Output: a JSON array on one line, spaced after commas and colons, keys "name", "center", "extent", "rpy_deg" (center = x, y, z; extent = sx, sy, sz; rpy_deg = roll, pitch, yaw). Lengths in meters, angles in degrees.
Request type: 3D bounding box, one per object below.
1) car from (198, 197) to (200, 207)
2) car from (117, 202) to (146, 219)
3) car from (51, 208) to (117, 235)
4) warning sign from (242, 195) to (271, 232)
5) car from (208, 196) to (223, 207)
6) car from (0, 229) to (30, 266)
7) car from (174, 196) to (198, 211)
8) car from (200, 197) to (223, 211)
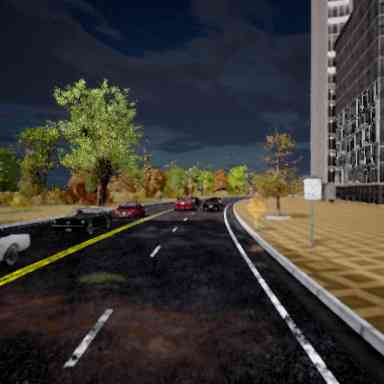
[{"name": "car", "center": [0.333, 1.417, 49.844], "extent": [1.882, 1.535, 5.008], "rpy_deg": [0, 0, 9]}, {"name": "car", "center": [-5.310, 1.523, 28.764], "extent": [1.994, 1.385, 4.181], "rpy_deg": [0, 0, 5]}, {"name": "car", "center": [-6.012, 1.571, 18.723], "extent": [1.895, 1.301, 4.718], "rpy_deg": [0, 0, 3]}, {"name": "warning sign", "center": [3.324, 1.096, 17.271], "extent": [1.300, 1.860, 1.060], "rpy_deg": [0, 0, 3]}, {"name": "car", "center": [3.630, 1.421, 49.946], "extent": [1.882, 1.535, 5.008], "rpy_deg": [0, 0, 9]}, {"name": "car", "center": [-6.425, 1.584, 8.785], "extent": [1.895, 1.301, 4.718], "rpy_deg": [0, 0, 4]}, {"name": "car", "center": [-0.828, 1.302, 39.938], "extent": [2.097, 1.767, 4.553], "rpy_deg": [0, 0, 7]}, {"name": "car", "center": [2.372, 1.432, 39.171], "extent": [1.882, 1.535, 5.008], "rpy_deg": [0, 0, 7]}]
